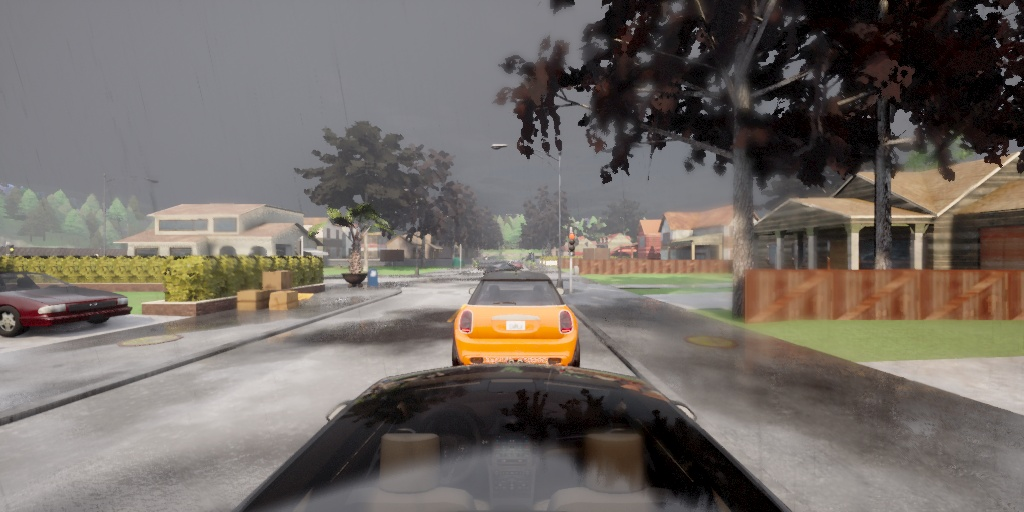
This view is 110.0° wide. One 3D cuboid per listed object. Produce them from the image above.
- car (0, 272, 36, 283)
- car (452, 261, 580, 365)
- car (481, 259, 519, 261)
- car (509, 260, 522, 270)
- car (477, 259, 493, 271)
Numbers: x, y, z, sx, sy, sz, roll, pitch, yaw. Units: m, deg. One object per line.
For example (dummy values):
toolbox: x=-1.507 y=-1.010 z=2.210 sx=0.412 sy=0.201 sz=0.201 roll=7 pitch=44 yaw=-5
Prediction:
car: x=-44.655 y=1.314 z=30.885 sx=4.181 sy=1.385 sz=1.994 roll=0 pitch=0 yaw=1
car: x=0.096 y=1.102 z=7.713 sx=2.097 sy=1.767 sz=4.553 roll=0 pitch=0 yaw=1
car: x=-0.792 y=1.276 z=32.588 sx=1.812 sy=1.442 sz=4.674 roll=1 pitch=0 yaw=29
car: x=0.541 y=1.314 z=55.042 sx=1.994 sy=1.385 sz=4.181 roll=0 pitch=0 yaw=1
car: x=-3.692 y=1.255 z=49.920 sx=1.837 sy=1.490 sz=4.892 roll=0 pitch=0 yaw=1
